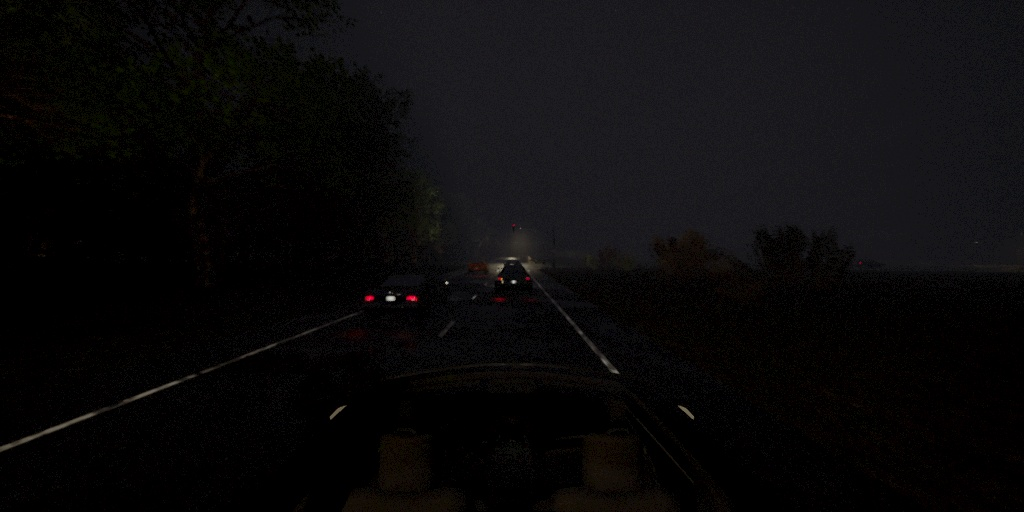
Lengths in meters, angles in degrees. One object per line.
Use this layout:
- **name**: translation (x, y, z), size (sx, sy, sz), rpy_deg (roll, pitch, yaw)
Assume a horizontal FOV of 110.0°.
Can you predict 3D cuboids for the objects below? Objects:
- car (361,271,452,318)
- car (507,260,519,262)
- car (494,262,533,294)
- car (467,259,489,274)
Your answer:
- **car**: translation (-3.429, 1.237, 12.656), size (2.033, 1.411, 5.357), rpy_deg (0, 0, 0)
- **car**: translation (0.100, 1.098, 36.454), size (2.033, 1.411, 5.357), rpy_deg (0, 0, 0)
- **car**: translation (0.091, 1.214, 19.473), size (1.994, 1.385, 4.181), rpy_deg (0, 0, 0)
- **car**: translation (-3.402, 1.027, 36.732), size (1.882, 1.535, 5.008), rpy_deg (0, 0, 0)
